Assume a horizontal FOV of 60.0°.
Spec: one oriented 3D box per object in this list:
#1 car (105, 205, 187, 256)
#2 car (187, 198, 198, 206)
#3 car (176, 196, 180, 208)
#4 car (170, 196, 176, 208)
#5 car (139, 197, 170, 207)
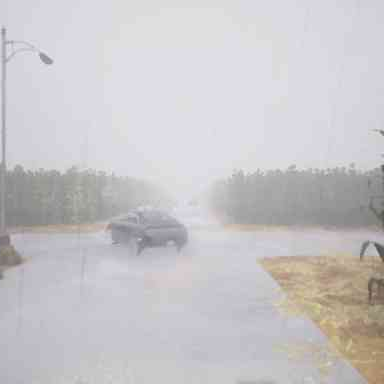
[{"bbox_3d":[-1.994,1.502,13.291,2.128,1.511,4.902,0,0,-31],"label":"car"},{"bbox_3d":[0.132,1.825,61.480,2.033,1.411,5.357,0,-1,0],"label":"car"},{"bbox_3d":[-3.162,1.592,48.471,1.994,1.385,4.181,0,-1,0],"label":"car"},{"bbox_3d":[-3.177,1.330,36.036,2.097,1.767,4.553,0,0,0],"label":"car"},{"bbox_3d":[-3.183,1.345,27.265,2.097,1.767,4.553,0,0,0],"label":"car"}]
